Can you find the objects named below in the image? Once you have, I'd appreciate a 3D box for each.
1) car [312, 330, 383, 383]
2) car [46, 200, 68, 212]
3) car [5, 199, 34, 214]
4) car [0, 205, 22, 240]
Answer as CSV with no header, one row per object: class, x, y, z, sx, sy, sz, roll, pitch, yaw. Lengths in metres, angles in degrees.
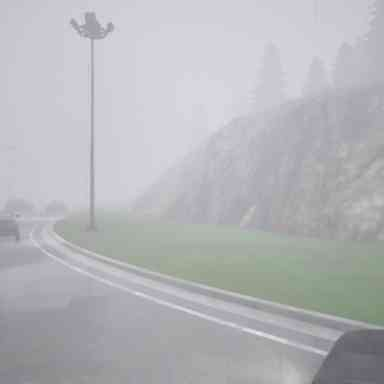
car,3.365,1.559,1.617,5.357,1.411,2.033,0,0,35
car,-16.685,1.731,41.155,2.033,1.411,5.357,0,0,-13
car,-19.435,1.516,37.530,2.097,1.767,4.553,0,0,-13
car,-9.745,1.599,16.797,1.812,1.442,4.674,0,0,-28
